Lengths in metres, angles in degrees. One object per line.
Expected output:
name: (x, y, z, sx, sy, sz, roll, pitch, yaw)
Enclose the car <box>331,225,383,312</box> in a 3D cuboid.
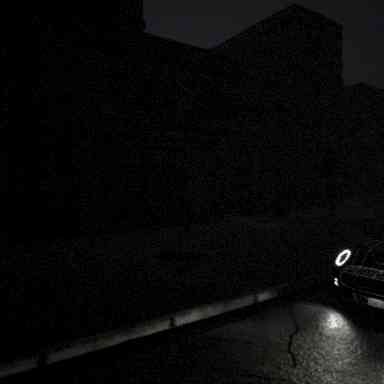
car: (4.904, 1.210, 6.867, 4.553, 1.767, 2.097, -2, 1, -35)
